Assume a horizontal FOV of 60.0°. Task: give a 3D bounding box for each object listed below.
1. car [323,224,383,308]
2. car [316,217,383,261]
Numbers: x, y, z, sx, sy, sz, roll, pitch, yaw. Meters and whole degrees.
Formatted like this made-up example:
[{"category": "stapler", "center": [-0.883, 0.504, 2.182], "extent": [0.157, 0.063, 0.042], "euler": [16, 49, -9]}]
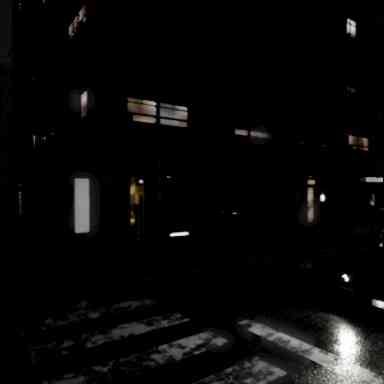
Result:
[{"category": "car", "center": [5.378, 1.521, 7.224], "extent": [5.357, 1.411, 2.033], "euler": [0, 0, -36]}, {"category": "car", "center": [5.765, 1.515, 10.687], "extent": [4.403, 1.369, 2.008], "euler": [0, 0, -36]}]
